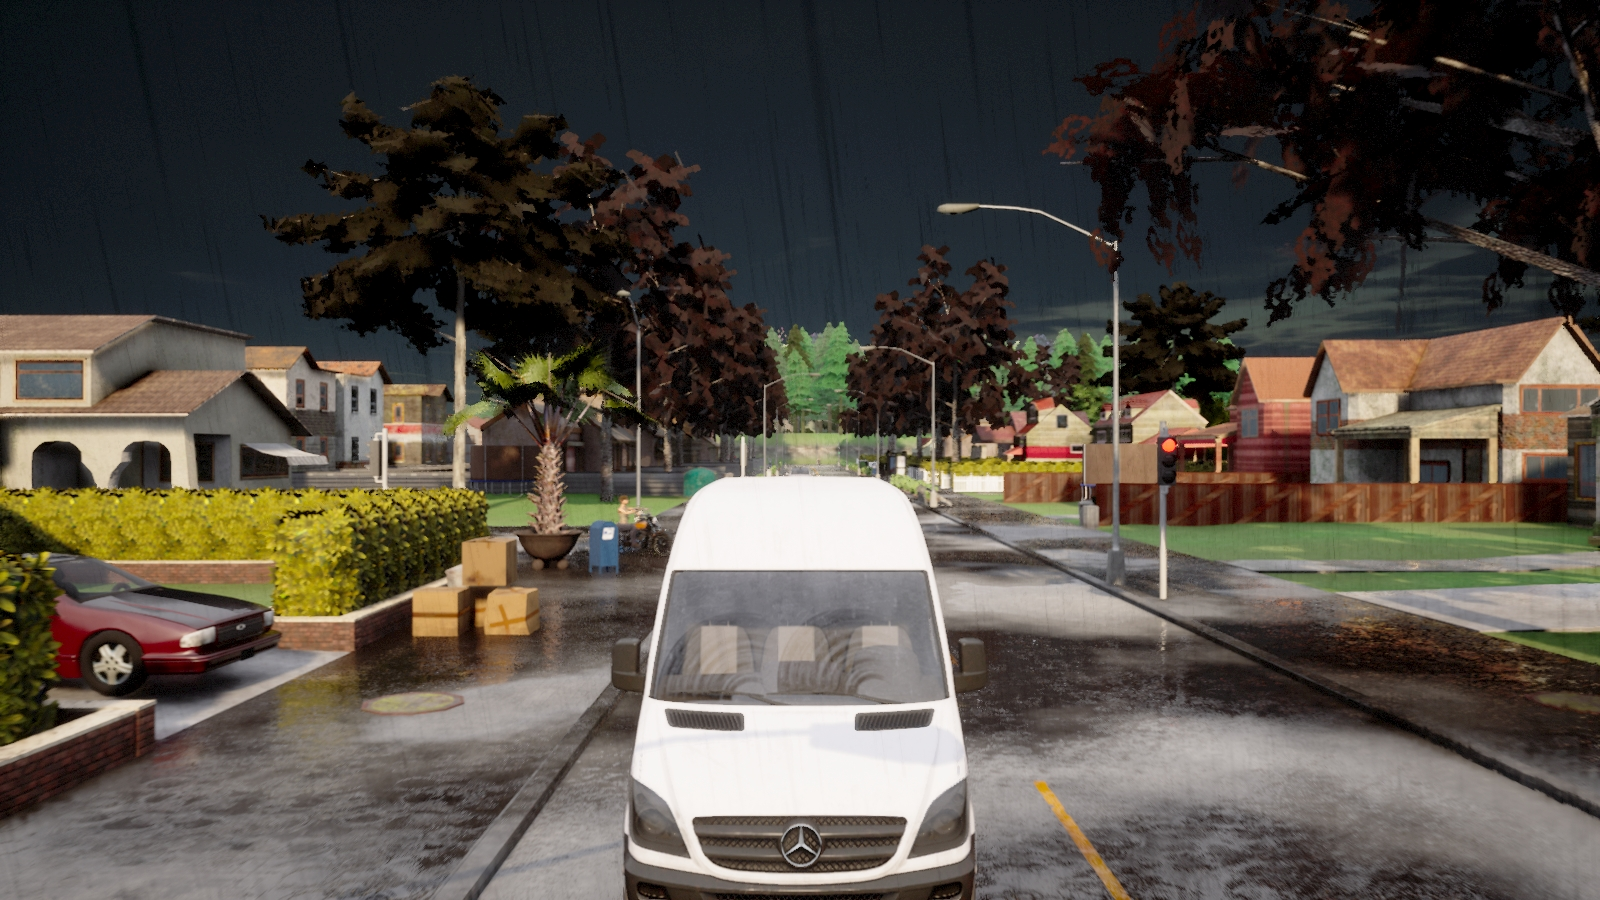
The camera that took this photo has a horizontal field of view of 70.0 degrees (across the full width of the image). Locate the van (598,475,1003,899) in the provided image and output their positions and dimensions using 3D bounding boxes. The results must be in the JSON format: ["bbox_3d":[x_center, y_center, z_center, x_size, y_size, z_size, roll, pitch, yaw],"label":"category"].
[{"bbox_3d":[0.004,1.535,8.562,1.988,2.561,5.915,0,0,0],"label":"van"}]

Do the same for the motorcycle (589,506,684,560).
[{"bbox_3d":[-4.286,2.158,29.950,2.356,1.307,0.764,0,1,14],"label":"motorcycle"}]
